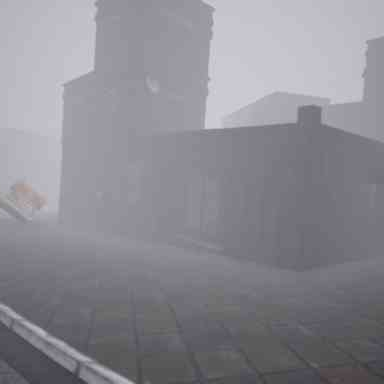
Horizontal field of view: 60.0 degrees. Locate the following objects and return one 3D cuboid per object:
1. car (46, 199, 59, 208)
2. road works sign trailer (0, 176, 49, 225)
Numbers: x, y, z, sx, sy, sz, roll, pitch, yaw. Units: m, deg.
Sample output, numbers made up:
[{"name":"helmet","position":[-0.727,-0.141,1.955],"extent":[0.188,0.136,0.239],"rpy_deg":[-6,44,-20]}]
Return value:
[{"name":"car","position":[-21.718,1.904,54.057],"extent":[1.994,1.385,4.181],"rpy_deg":[5,-1,17]},{"name":"road works sign trailer","position":[-10.955,0.968,20.771],"extent":[2.380,2.880,3.560],"rpy_deg":[45,-7,-19]}]
